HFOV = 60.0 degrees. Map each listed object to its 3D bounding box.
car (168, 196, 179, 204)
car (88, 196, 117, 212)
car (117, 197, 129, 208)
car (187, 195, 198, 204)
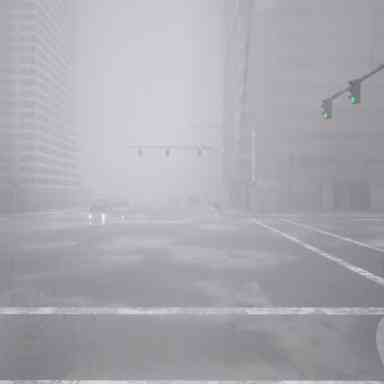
[{"bbox_3d":[-3.529,1.492,63.182,2.128,1.511,4.902,0,0,0],"label":"car"},{"bbox_3d":[-10.617,1.505,39.384,1.837,1.490,4.892,0,0,0],"label":"car"},{"bbox_3d":[-10.611,1.526,49.643,1.812,1.442,4.674,0,0,0],"label":"car"},{"bbox_3d":[0.074,1.352,63.510,2.097,1.767,4.553,0,0,0],"label":"car"}]
